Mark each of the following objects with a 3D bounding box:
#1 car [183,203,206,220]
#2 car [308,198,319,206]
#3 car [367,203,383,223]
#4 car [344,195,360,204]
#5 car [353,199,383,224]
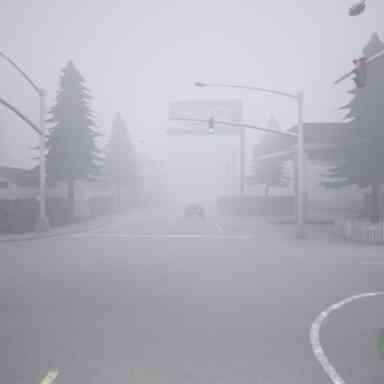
[{"bbox_3d":[0.253,1.799,31.650,1.837,1.490,4.892,1,0,0],"label":"car"},{"bbox_3d":[22.670,1.947,63.549,1.970,1.475,3.806,0,0,0],"label":"car"},{"bbox_3d":[18.774,1.860,30.162,4.611,1.667,2.242,0,0,0],"label":"car"},{"bbox_3d":[35.095,1.932,71.307,2.007,1.523,4.514,0,0,0],"label":"car"},{"bbox_3d":[14.432,1.657,24.505,3.866,1.878,1.905,0,0,0],"label":"car"}]
